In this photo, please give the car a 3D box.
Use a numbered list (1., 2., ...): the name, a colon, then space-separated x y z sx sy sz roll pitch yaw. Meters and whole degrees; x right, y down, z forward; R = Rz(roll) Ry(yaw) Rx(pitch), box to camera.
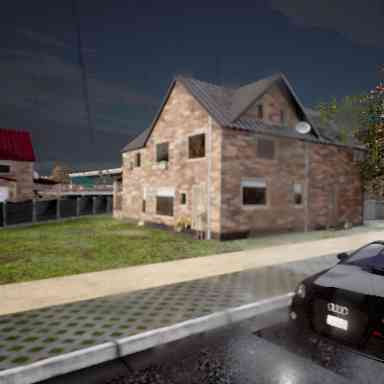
1. car: 3.561 1.549 5.569 4.181 1.385 1.994 0 0 -35
